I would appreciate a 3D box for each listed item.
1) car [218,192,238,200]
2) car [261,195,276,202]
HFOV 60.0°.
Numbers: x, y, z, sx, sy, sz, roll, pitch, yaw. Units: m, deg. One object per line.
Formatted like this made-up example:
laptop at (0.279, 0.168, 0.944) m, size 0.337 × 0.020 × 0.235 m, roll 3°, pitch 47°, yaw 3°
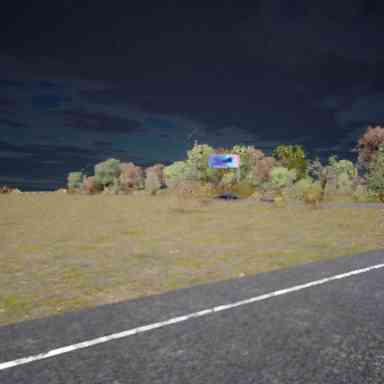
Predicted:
car at (8.420, 0.942, 78.583) m, size 2.150 × 2.045 × 5.566 m, roll 0°, pitch 0°, yaw -34°
car at (15.161, 1.400, 68.514) m, size 1.994 × 1.385 × 4.181 m, roll 0°, pitch 0°, yaw -34°
